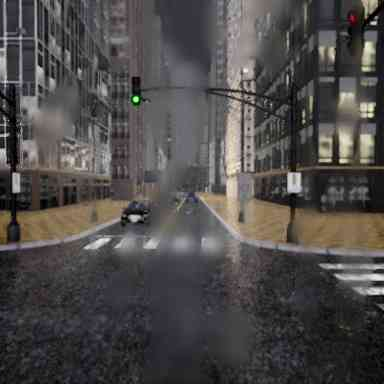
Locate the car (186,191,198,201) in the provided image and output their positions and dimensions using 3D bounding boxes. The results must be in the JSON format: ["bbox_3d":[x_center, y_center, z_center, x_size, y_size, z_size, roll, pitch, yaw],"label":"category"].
[{"bbox_3d":[-0.065,0.732,61.494,2.097,1.767,4.553,0,1,0],"label":"car"}]

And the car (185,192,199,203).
[{"bbox_3d":[-0.054,0.999,51.509,1.812,1.442,4.674,0,1,0],"label":"car"}]

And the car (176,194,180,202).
[{"bbox_3d":[-3.059,0.975,55.682,2.033,1.411,5.357,0,1,0],"label":"car"}]

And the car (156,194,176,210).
[{"bbox_3d":[-3.127,0.976,35.615,2.097,1.767,4.553,0,0,0],"label":"car"}]

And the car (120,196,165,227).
[{"bbox_3d":[-3.135,1.262,20.702,2.128,1.511,4.902,0,1,1],"label":"car"}]
